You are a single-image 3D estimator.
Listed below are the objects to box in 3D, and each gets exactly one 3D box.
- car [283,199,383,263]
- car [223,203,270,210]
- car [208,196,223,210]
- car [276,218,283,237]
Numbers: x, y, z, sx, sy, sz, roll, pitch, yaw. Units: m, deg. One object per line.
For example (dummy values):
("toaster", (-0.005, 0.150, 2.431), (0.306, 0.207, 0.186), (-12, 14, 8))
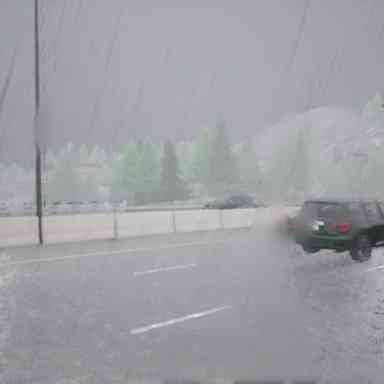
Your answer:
("car", (6.210, 1.270, 12.505), (5.566, 2.045, 2.150), (0, 0, -36))
("car", (5.205, 1.656, 29.142), (4.181, 1.385, 1.994), (0, 0, -35))
("car", (3.640, 1.306, 32.318), (5.566, 2.045, 2.150), (1, 0, -36))
("car", (6.204, 1.586, 16.807), (4.674, 1.442, 1.812), (0, 0, -36))
